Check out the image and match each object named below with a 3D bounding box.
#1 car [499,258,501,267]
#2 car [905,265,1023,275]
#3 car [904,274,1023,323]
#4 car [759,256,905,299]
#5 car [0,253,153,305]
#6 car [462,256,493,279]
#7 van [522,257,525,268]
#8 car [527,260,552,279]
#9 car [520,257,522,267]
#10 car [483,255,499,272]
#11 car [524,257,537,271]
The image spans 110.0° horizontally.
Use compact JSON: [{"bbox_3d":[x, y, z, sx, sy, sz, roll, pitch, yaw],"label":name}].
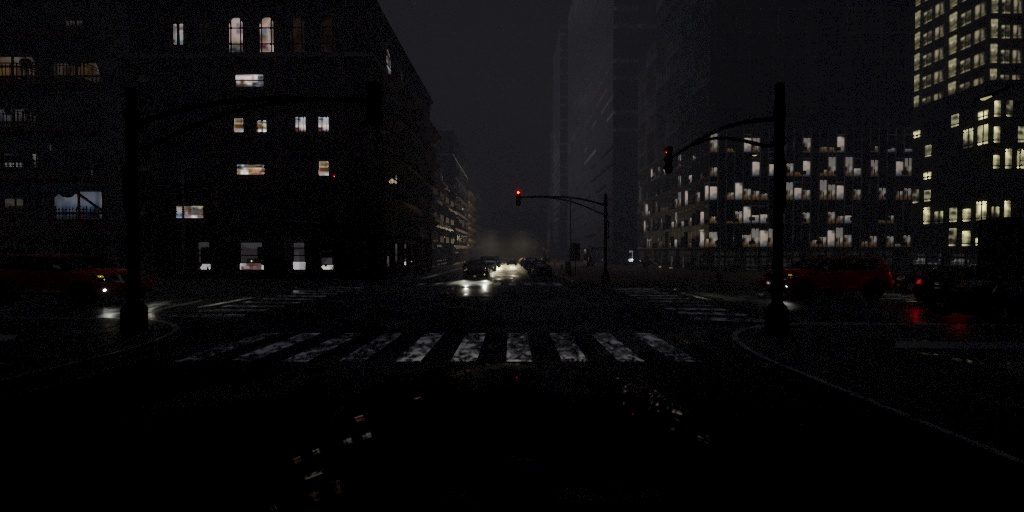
[{"bbox_3d":[-3.098,0.901,60.812,2.150,2.045,5.566,0,1,0],"label":"car"},{"bbox_3d":[19.896,1.218,14.895,4.553,1.767,2.097,0,1,2],"label":"car"},{"bbox_3d":[16.708,1.445,12.159,4.403,1.370,2.007,0,0,1],"label":"car"},{"bbox_3d":[15.704,1.020,18.076,5.566,2.045,2.150,0,1,1],"label":"car"},{"bbox_3d":[-18.849,0.911,15.324,5.566,2.045,2.150,0,1,1],"label":"car"},{"bbox_3d":[-3.092,1.080,31.749,2.097,1.767,4.553,0,0,-1],"label":"car"},{"bbox_3d":[2.626,1.045,49.394,1.690,1.789,3.998,0,0,0],"label":"van"},{"bbox_3d":[2.637,1.272,32.457,1.888,1.381,4.507,0,0,0],"label":"car"},{"bbox_3d":[2.622,1.240,55.040,1.888,1.381,4.507,0,0,0],"label":"car"},{"bbox_3d":[-3.138,0.929,45.274,2.150,2.045,5.566,0,0,-1],"label":"car"},{"bbox_3d":[2.633,1.159,38.102,1.967,1.591,4.097,0,0,0],"label":"car"}]
